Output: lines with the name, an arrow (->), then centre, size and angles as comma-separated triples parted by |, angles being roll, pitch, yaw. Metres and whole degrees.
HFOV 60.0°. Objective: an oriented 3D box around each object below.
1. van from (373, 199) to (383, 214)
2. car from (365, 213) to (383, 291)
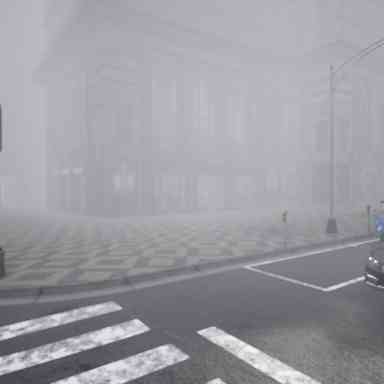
van -> 8.624, 1.059, 12.810 | 3.998, 1.788, 1.690 | -1, 1, -36
car -> 5.705, 1.329, 7.493 | 4.902, 1.511, 2.128 | -1, 1, -38
